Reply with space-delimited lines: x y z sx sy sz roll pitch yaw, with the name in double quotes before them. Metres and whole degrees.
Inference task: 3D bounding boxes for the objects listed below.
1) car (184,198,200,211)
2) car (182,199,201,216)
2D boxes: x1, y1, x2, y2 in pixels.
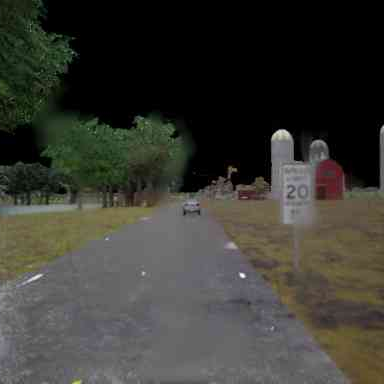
"car" -0.005 1.730 47.829 2.097 1.767 4.553 0 -1 0
"car" -0.015 1.713 35.855 2.128 1.511 4.902 0 -1 0
